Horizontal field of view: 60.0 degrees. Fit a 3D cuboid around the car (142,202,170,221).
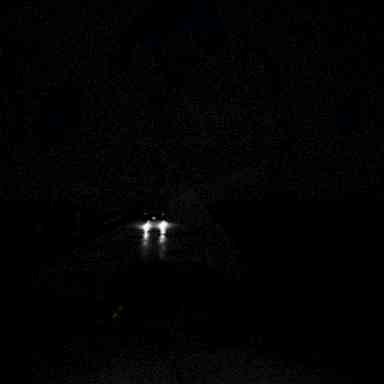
[{"bbox_3d":[-2.743,1.497,26.671,2.033,1.411,5.357,0,0,0],"label":"car"}]
